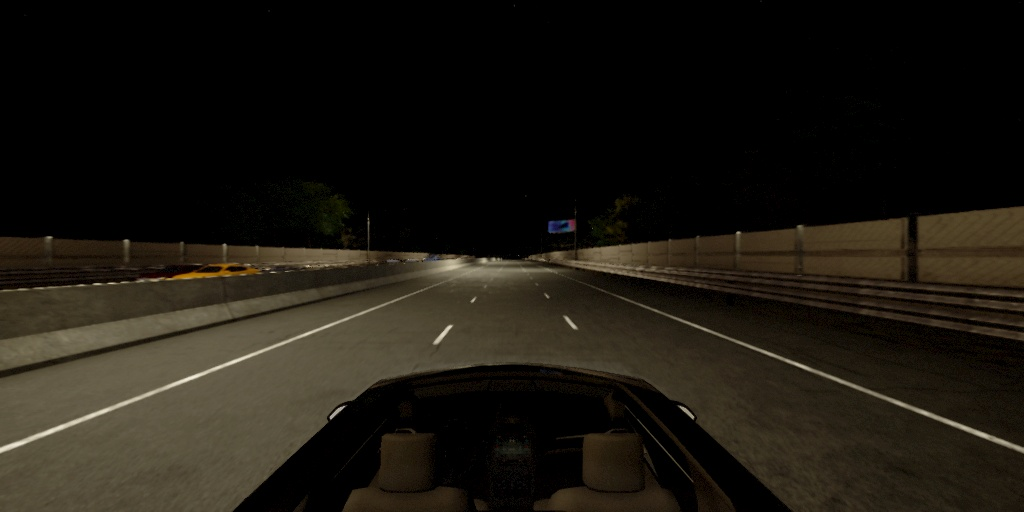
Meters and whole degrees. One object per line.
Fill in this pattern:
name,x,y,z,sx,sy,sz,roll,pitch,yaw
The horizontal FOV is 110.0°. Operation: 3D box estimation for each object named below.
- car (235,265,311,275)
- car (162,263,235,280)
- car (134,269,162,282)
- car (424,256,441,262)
car,-14.092,1.302,22.416,2.033,1.411,5.357,0,0,0
car,-17.588,1.232,21.625,1.882,1.535,5.008,0,0,0
car,-21.087,1.280,22.817,1.812,1.442,4.674,0,0,0
car,-14.014,0.993,63.125,2.150,2.045,5.566,0,0,0
